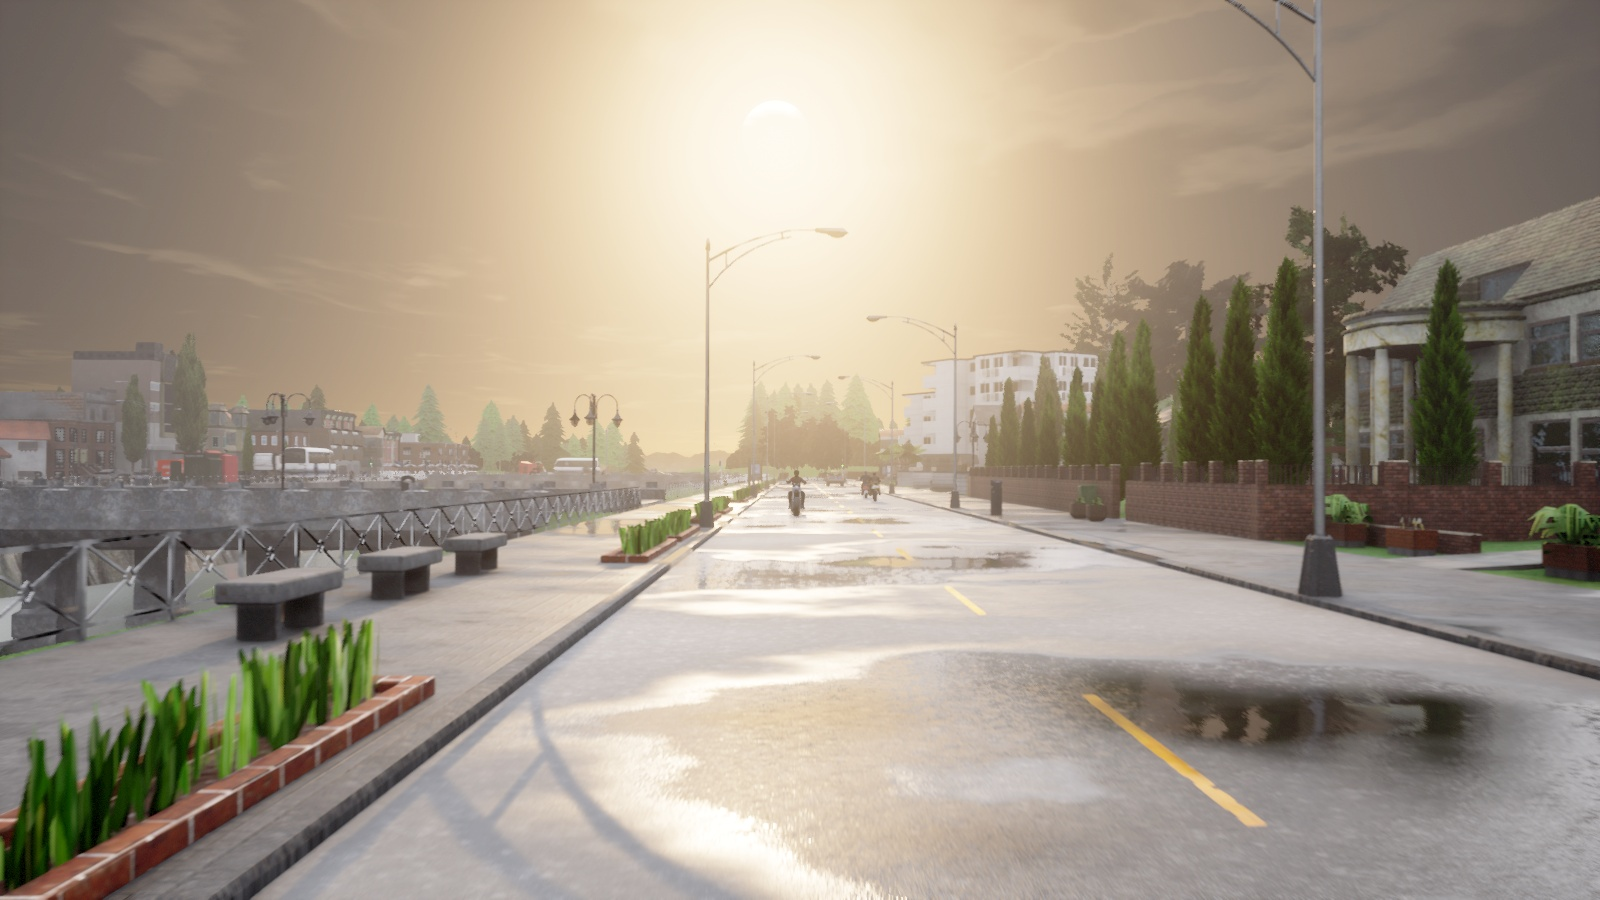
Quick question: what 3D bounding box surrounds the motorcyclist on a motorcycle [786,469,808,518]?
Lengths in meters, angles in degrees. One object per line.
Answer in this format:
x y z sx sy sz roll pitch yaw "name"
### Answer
-0.109 1.500 43.881 0.766 1.649 2.350 0 -1 0 "motorcyclist on a motorcycle"
